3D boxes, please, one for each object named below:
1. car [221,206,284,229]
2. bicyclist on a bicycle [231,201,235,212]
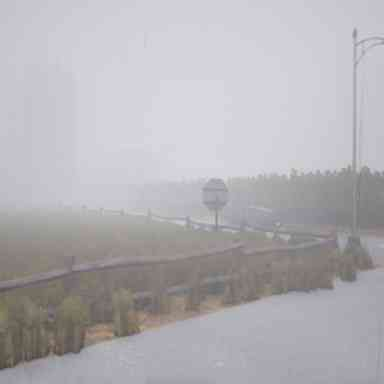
[{"bbox_3d":[3.978,1.752,22.769,1.837,1.490,4.892,1,-1,-35],"label":"car"},{"bbox_3d":[3.819,1.617,28.581,1.656,1.620,0.582,0,0,-36],"label":"bicyclist on a bicycle"}]
